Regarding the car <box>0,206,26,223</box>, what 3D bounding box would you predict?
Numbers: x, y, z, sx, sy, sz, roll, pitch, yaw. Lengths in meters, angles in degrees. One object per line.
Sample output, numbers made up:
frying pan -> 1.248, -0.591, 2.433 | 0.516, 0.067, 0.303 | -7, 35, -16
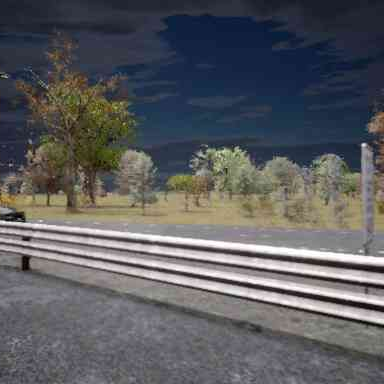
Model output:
car -> -13.591, 1.644, 22.354 | 5.008, 1.535, 1.882 | 0, 0, 18
